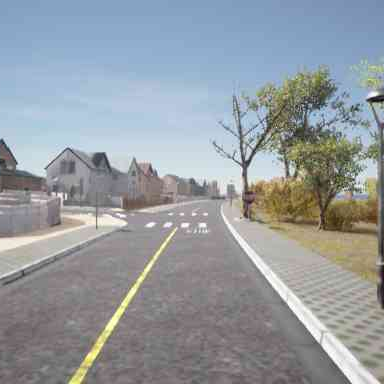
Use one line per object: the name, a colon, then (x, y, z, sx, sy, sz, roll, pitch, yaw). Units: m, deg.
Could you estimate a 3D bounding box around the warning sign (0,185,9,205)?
warning sign: (-19.062, 0.290, 33.044, 1.060, 1.860, 1.300, 0, 2, 2)
